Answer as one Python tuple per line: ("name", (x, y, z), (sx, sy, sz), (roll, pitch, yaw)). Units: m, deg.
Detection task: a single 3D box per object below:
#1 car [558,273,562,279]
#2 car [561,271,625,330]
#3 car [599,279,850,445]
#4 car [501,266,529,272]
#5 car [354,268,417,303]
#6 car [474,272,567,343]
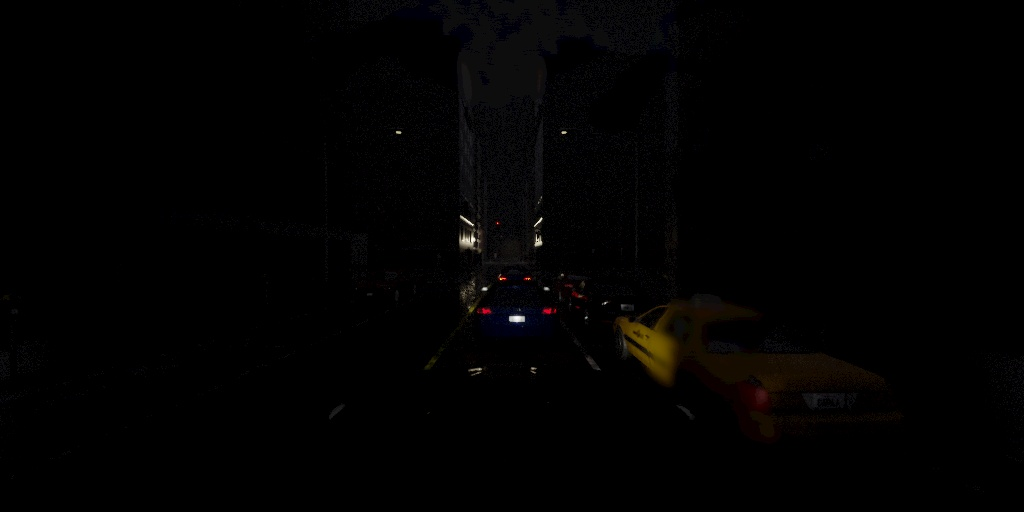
("car", (2.876, 1.327, 16.551), (1.802, 1.307, 4.207), (0, 0, 0))
("car", (2.875, 1.313, 10.965), (1.948, 1.339, 4.313), (0, 0, 0))
("car", (2.874, 1.274, 5.549), (1.751, 1.417, 4.829), (0, 0, 0))
("car", (0.104, 1.270, 19.664), (1.812, 1.442, 4.674), (0, 0, -2))
("car", (-5.669, 1.290, 16.549), (1.888, 1.381, 4.507), (0, 0, 0))
("car", (0.101, 1.312, 9.649), (1.994, 1.385, 4.181), (0, 0, 0))
